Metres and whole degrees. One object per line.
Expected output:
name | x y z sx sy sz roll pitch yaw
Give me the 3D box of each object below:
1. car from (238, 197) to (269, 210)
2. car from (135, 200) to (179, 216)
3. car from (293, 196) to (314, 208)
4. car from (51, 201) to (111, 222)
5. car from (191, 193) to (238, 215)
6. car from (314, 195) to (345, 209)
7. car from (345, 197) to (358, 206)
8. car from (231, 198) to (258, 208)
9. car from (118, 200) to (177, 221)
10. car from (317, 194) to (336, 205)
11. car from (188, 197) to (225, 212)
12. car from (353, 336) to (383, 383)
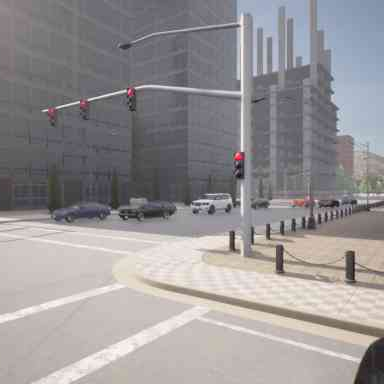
car | 8.244 1.422 42.747 1.882 1.535 5.008 0 0 36
car | -3.355 1.508 32.656 1.994 1.385 4.181 0 0 36
car | 15.973 1.297 47.169 2.097 1.767 4.553 0 0 36
car | -8.434 1.470 25.619 1.812 1.442 4.674 0 0 38
car | 2.144 1.166 34.294 2.150 2.045 5.566 0 0 36
car | 18.531 1.437 44.734 2.128 1.511 4.902 0 0 36
car | 26.104 1.492 55.252 2.033 1.411 5.357 0 0 36
car | 7.630 1.545 47.868 1.895 1.301 4.718 0 0 36
car | -3.564 1.545 26.378 1.895 1.301 4.718 0 0 36
car | 23.172 1.297 57.174 2.097 1.767 4.553 0 0 36
car | 1.785 1.436 39.784 2.128 1.511 4.902 0 0 36
car | 3.072 1.564 1.778 4.181 1.385 1.994 0 0 36
